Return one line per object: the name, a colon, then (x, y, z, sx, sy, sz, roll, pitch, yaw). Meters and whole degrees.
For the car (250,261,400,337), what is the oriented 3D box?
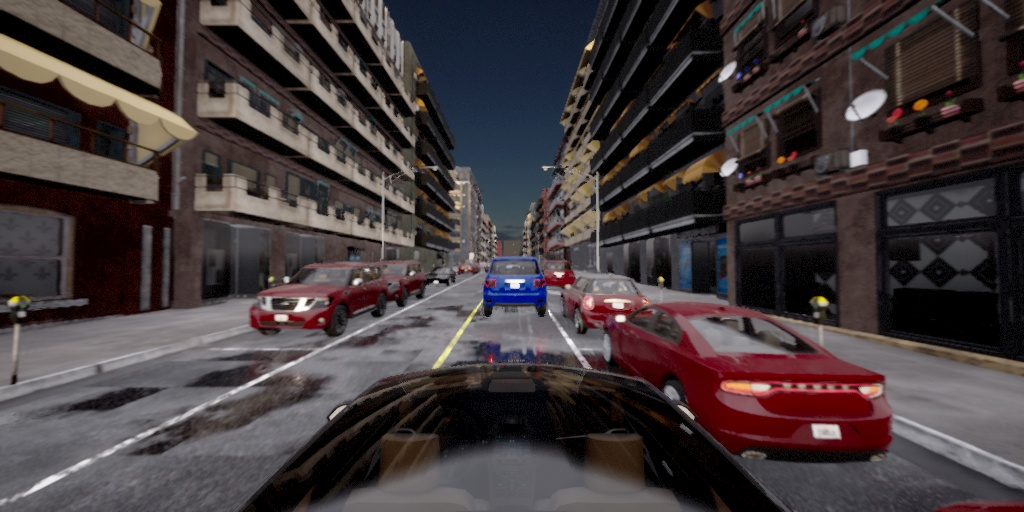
car: (-5.320, 1.116, 10.756, 2.192, 1.841, 5.009, 0, 0, 0)

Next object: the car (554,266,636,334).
car: (2.570, 1.241, 10.699, 1.967, 1.591, 4.097, 0, 0, 0)

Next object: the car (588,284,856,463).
car: (2.565, 1.315, 5.168, 1.888, 1.381, 4.507, 0, 0, 0)

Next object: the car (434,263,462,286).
car: (-5.328, 1.469, 27.347, 1.948, 1.339, 4.313, 0, 0, 0)

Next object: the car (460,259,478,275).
car: (-5.337, 1.337, 43.936, 2.192, 1.841, 5.009, 0, 0, 0)

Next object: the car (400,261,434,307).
car: (-5.323, 1.148, 16.285, 2.192, 1.841, 5.009, 0, 0, 0)

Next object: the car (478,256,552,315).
car: (0.093, 1.042, 13.973, 2.150, 2.045, 5.566, 0, 0, 0)

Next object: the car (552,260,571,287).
car: (2.523, 1.182, 21.760, 2.192, 1.841, 5.009, 0, 0, 0)
